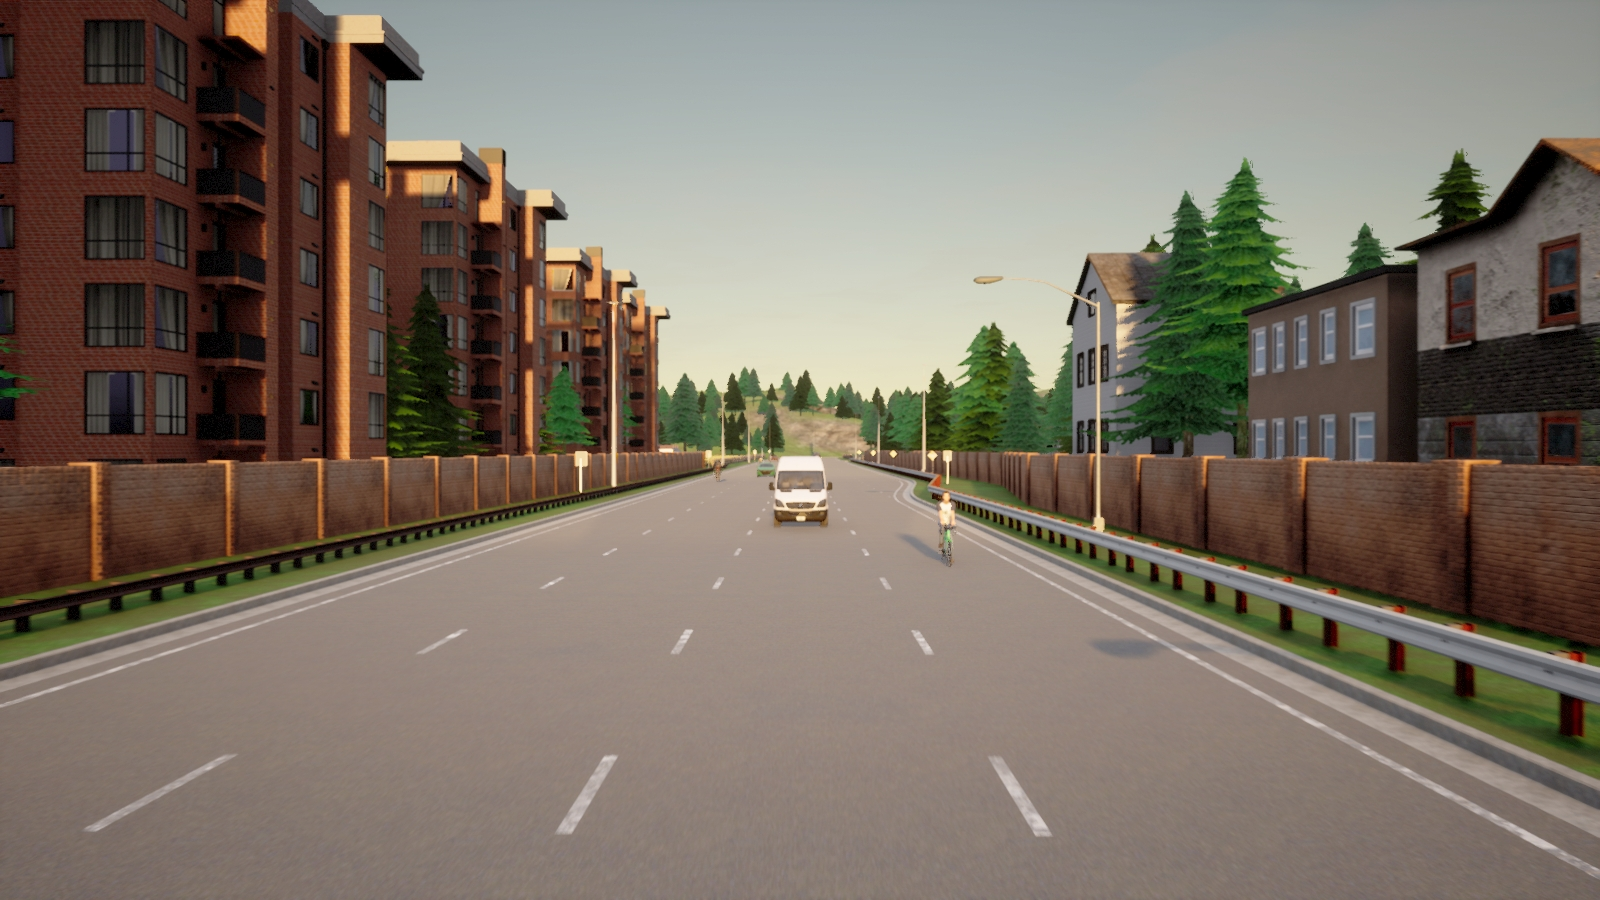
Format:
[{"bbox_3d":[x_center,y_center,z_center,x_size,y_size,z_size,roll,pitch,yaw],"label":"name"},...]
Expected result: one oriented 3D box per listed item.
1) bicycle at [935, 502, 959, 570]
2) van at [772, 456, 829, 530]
[{"bbox_3d":[3.542,2.047,27.559,0.373,1.496,1.643,0,0,0],"label":"bicycle"},{"bbox_3d":[0.037,1.521,42.931,1.988,2.561,5.915,0,0,0],"label":"van"}]
